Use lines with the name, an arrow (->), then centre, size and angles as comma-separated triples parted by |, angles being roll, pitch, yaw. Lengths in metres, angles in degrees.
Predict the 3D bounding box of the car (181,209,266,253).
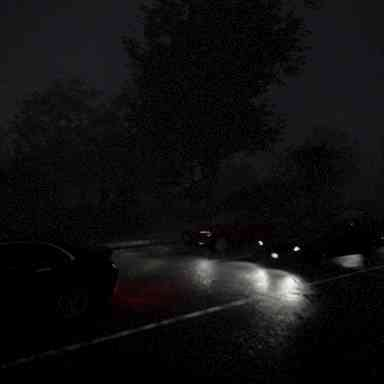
car -> 1.852, 1.498, 13.913 | 5.008, 1.535, 1.882 | 1, -1, -35

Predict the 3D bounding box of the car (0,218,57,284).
car -> -6.363, 1.555, 8.063 | 5.357, 1.411, 2.033 | -1, 0, -39

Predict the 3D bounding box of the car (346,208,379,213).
car -> 9.806, 1.708, 19.600 | 4.674, 1.442, 1.812 | 1, -1, -35

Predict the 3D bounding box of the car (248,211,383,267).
car -> 4.697, 1.580, 11.640 | 5.357, 1.411, 2.033 | 1, -1, -35

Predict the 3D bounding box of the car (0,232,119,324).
car -> -3.695, 1.507, 5.645 | 4.892, 1.490, 1.837 | 0, 0, -35
